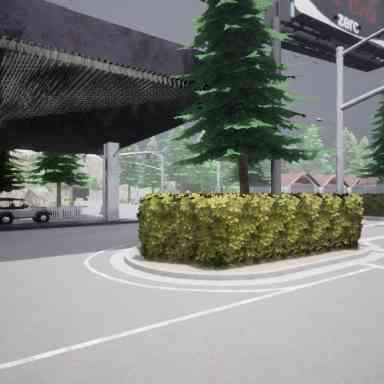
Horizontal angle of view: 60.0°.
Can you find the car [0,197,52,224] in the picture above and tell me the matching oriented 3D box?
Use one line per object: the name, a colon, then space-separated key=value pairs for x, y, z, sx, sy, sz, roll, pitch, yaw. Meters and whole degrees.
car: x=-12.050 y=1.313 z=23.427 sx=3.866 sy=1.878 sz=1.905 roll=0 pitch=0 yaw=-36
